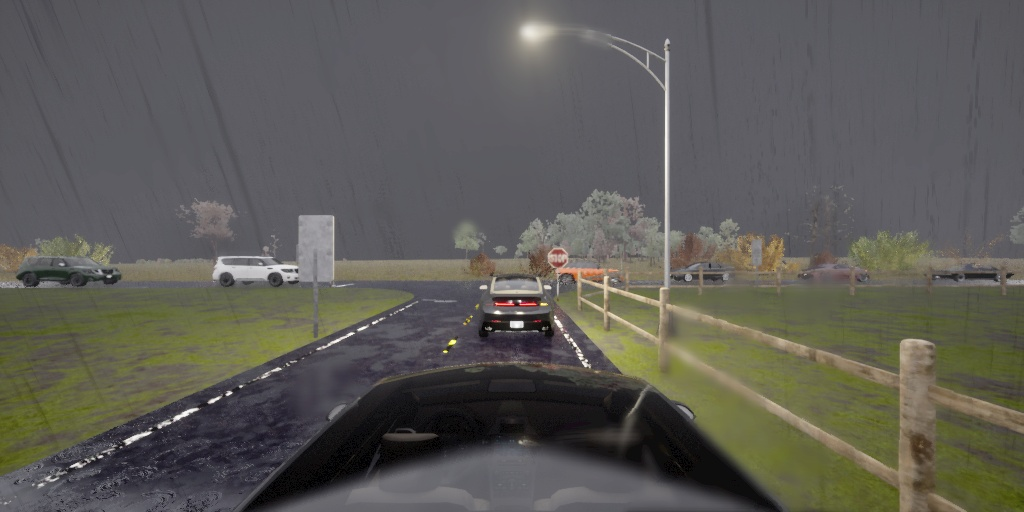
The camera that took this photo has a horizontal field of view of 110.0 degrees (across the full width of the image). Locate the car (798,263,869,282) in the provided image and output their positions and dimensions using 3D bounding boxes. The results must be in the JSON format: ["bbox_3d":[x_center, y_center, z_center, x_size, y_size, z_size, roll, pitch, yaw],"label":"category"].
[{"bbox_3d":[24.514,1.252,27.412,4.181,1.385,1.994,0,0,1],"label":"car"}]

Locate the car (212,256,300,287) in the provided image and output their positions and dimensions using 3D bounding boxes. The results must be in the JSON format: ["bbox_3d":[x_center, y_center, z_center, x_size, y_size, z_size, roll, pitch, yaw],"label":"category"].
[{"bbox_3d":[-17.435,1.017,24.818,5.566,2.045,2.150,0,0,0],"label":"car"}]

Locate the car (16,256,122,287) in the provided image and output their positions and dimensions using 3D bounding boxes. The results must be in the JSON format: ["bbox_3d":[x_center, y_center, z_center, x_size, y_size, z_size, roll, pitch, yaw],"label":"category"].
[{"bbox_3d":[-30.721,1.050,24.951,5.566,2.045,2.150,0,0,1],"label":"car"}]

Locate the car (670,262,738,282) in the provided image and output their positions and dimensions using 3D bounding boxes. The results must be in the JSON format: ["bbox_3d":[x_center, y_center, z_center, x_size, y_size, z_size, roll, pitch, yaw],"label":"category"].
[{"bbox_3d":[14.570,1.214,27.501,4.892,1.490,1.837,0,0,0],"label":"car"}]

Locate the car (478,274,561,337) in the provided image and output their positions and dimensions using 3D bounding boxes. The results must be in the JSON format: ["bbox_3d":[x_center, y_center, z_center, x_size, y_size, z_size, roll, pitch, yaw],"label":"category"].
[{"bbox_3d":[0.106,1.255,10.281,1.837,1.490,4.892,0,0,0],"label":"car"}]

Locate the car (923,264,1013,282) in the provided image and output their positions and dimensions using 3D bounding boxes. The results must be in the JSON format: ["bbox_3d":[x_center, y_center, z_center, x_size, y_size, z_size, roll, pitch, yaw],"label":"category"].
[{"bbox_3d":[34.590,1.276,27.321,4.718,1.301,1.895,0,0,0],"label":"car"}]

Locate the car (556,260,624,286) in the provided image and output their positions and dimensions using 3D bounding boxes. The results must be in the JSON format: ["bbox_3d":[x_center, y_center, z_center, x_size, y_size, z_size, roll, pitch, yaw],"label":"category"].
[{"bbox_3d":[5.258,1.087,24.628,4.553,1.767,2.097,0,0,0],"label":"car"}]
